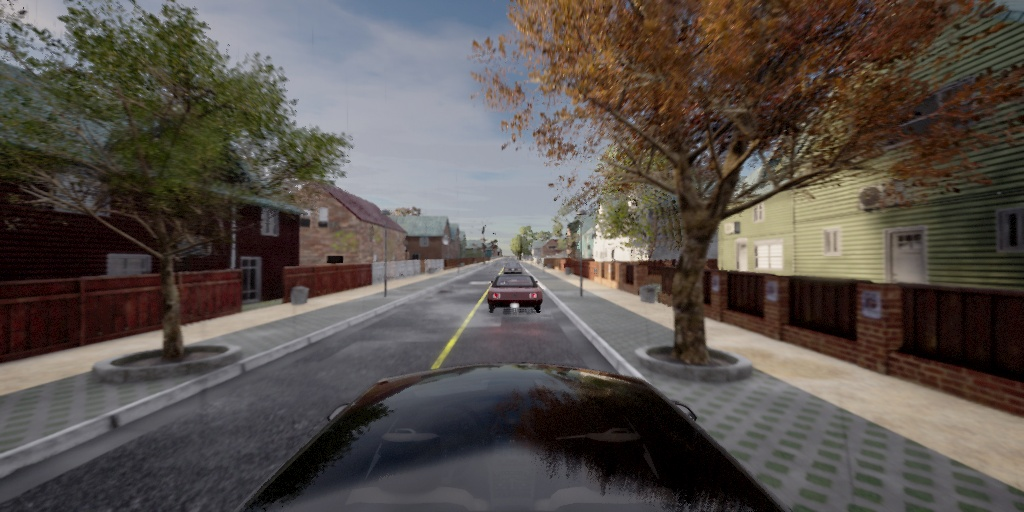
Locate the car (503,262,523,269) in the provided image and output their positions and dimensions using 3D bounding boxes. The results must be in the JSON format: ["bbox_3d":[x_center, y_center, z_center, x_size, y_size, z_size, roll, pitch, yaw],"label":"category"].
[{"bbox_3d":[0.084,1.295,35.354,2.033,1.411,5.357,0,0,0],"label":"car"}]

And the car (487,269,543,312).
[{"bbox_3d":[0.094,1.352,14.124,1.895,1.301,4.718,0,0,0],"label":"car"}]
